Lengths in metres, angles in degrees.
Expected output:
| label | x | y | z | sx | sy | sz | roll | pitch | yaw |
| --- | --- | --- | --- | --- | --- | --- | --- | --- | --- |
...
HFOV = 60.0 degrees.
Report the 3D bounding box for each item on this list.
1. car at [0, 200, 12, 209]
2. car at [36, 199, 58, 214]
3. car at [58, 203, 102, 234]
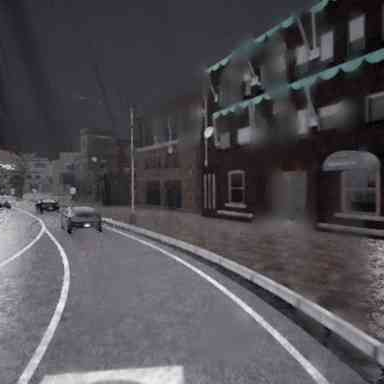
| label | x | y | z | sx | sy | sz | roll | pitch | yaw |
| --- | --- | --- | --- | --- | --- | --- | --- | --- | --- |
| car | -25.383 | 1.678 | 44.685 | 1.895 | 1.301 | 4.718 | -1 | 1 | -32 |
| car | -15.714 | 1.473 | 36.129 | 1.882 | 1.535 | 5.008 | -1 | 1 | -31 |
| car | -6.604 | 1.509 | 19.721 | 1.837 | 1.490 | 4.892 | -1 | 0 | -26 |
